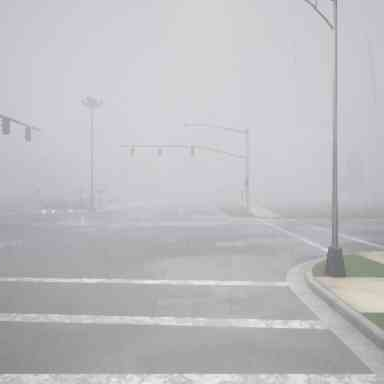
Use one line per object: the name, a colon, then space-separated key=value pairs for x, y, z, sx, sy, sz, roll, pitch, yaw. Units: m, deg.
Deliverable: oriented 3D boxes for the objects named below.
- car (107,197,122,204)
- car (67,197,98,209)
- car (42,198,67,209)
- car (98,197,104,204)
car: x=-14.204 y=1.564 z=61.287 sx=1.994 sy=1.385 sz=4.181 roll=0 pitch=0 yaw=2
car: x=-14.518 y=1.504 z=44.342 sx=1.837 sy=1.490 sz=4.892 roll=0 pitch=0 yaw=1
car: x=-18.019 y=1.547 z=44.414 sx=2.033 sy=1.411 sz=5.357 roll=0 pitch=0 yaw=1
car: x=-17.708 y=1.601 z=61.092 sx=1.895 sy=1.301 sz=4.718 roll=0 pitch=0 yaw=1
